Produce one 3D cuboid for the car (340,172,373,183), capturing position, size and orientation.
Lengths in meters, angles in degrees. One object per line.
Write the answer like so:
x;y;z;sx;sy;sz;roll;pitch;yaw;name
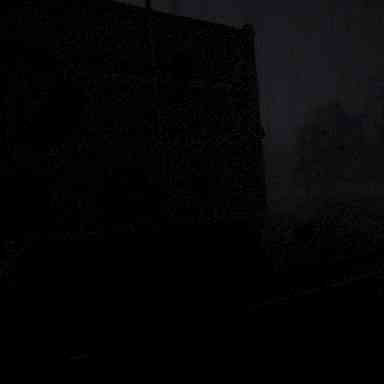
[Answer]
23.203;-2.076;46.979;4.181;1.385;1.994;-3;4;40;car
